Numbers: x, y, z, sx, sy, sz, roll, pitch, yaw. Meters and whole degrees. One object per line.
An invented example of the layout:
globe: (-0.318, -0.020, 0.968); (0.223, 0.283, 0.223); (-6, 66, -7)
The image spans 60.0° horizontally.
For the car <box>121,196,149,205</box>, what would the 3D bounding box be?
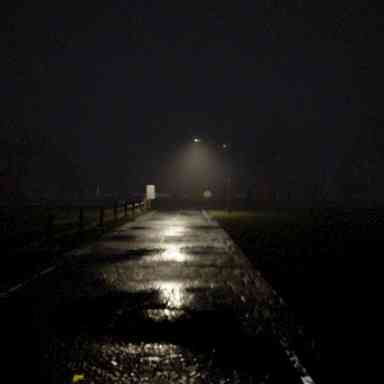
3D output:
car: (-9.514, 1.325, 55.750); (5.008, 1.535, 1.882); (0, 1, 6)
